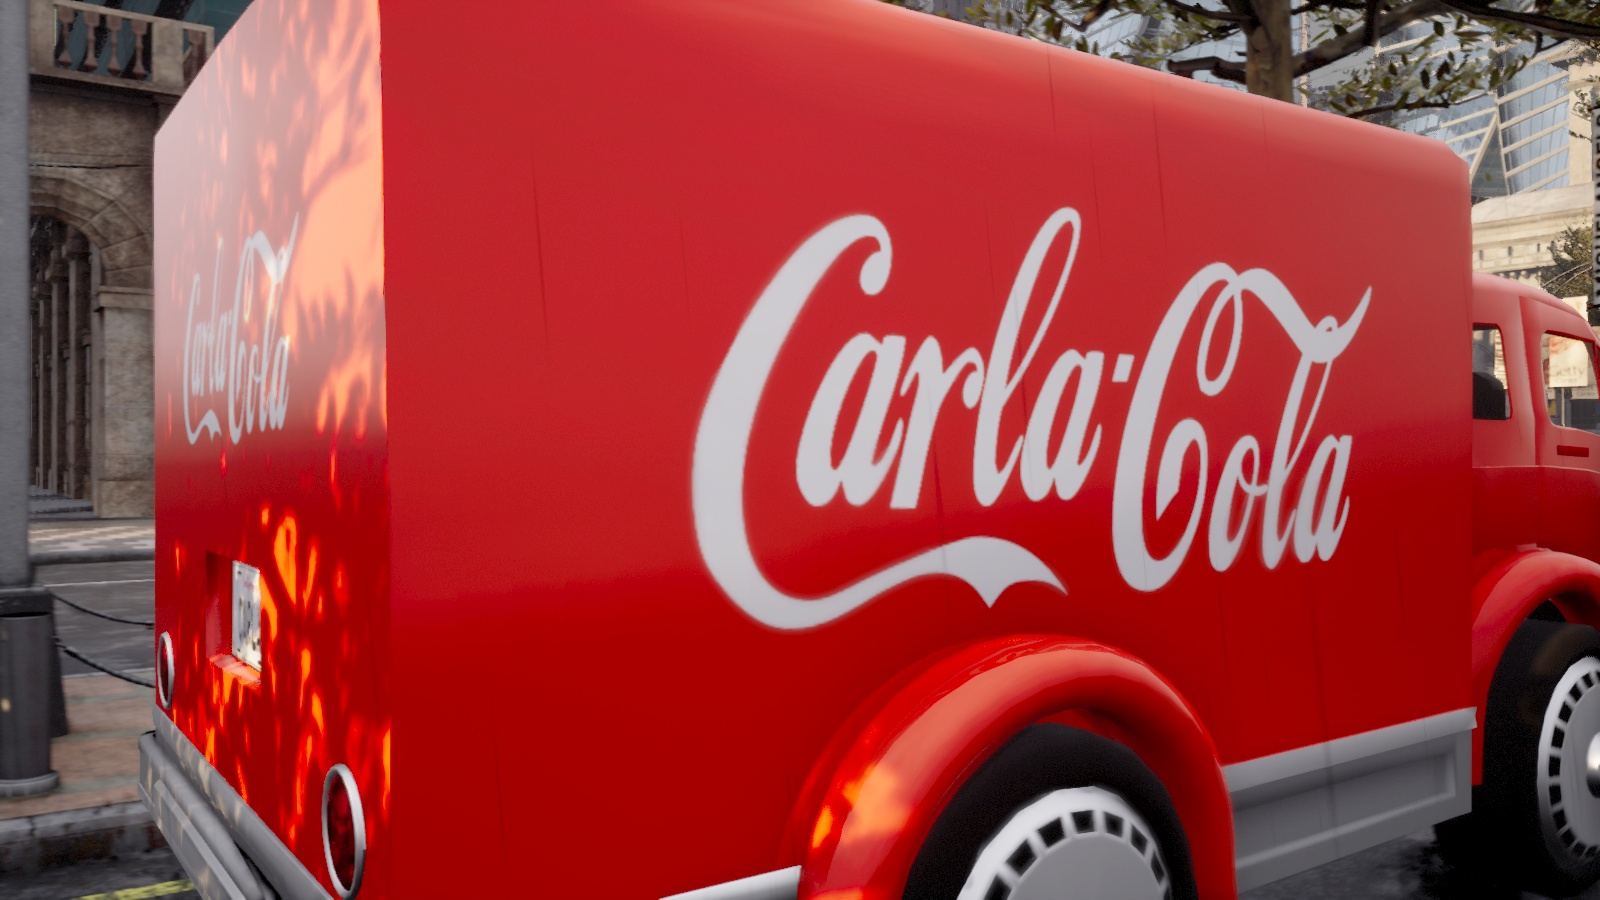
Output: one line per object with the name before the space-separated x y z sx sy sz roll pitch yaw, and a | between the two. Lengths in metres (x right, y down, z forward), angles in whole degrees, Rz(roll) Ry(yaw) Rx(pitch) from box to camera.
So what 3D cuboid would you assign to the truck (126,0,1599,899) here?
truck | 0.832 0.267 4.239 5.204 2.467 2.627 0 0 -35
